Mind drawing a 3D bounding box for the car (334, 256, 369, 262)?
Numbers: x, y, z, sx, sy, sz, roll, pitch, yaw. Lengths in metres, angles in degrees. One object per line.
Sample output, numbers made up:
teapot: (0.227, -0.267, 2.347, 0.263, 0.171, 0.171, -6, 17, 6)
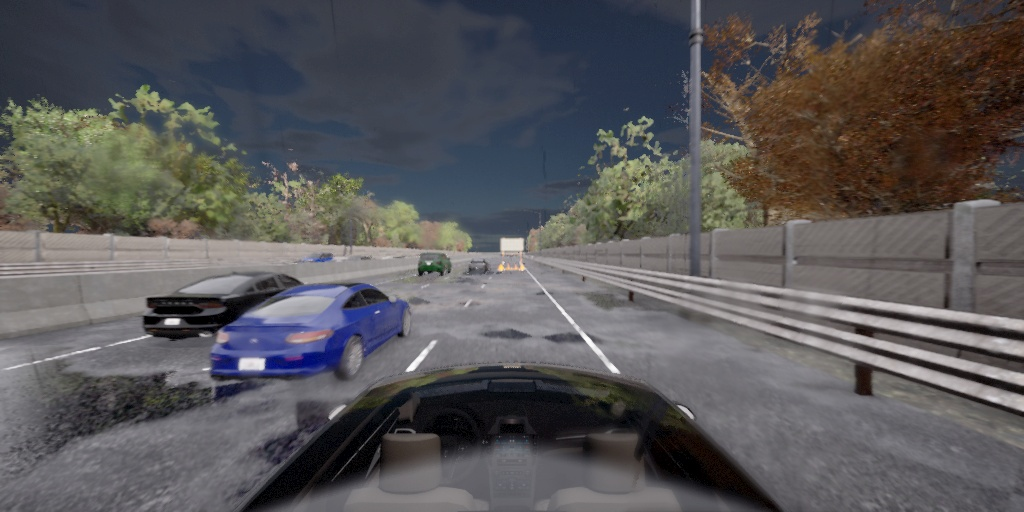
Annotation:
car: (-17.569, 0.786, 40.290, 2.097, 1.767, 4.553, 0, 0, 0)

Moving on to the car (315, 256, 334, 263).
car: (-21.055, 1.014, 42.906, 1.895, 1.301, 4.718, 0, 0, 0)

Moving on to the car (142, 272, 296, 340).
car: (-6.900, 1.158, 9.755, 1.882, 1.535, 5.008, 0, 1, 0)

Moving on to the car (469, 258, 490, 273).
car: (-3.396, 0.948, 37.478, 2.128, 1.511, 4.902, 0, 1, 0)

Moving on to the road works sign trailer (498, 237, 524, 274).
road works sign trailer: (0.004, -0.063, 35.382, 2.380, 3.560, 2.880, 0, 0, 0)

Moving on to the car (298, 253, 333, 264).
car: (-24.543, 0.614, 45.296, 2.150, 2.045, 5.566, 0, 1, 1)

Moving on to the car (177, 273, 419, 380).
car: (-3.399, 1.229, 6.991, 1.812, 1.442, 4.674, 0, 1, 0)

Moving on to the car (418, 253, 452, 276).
car: (-6.900, 0.718, 32.384, 2.150, 2.045, 5.566, 0, 1, 0)
